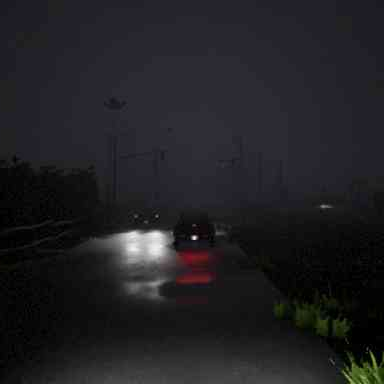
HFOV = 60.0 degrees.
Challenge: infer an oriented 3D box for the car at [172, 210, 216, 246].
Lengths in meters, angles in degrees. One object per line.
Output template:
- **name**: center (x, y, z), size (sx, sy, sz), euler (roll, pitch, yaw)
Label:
- **car**: center (0.099, 1.653, 16.066), size (1.837, 1.490, 4.892), euler (0, -1, 0)

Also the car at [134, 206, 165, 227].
- **car**: center (-3.102, 1.742, 24.772), size (1.895, 1.301, 4.718), euler (0, -1, 0)
